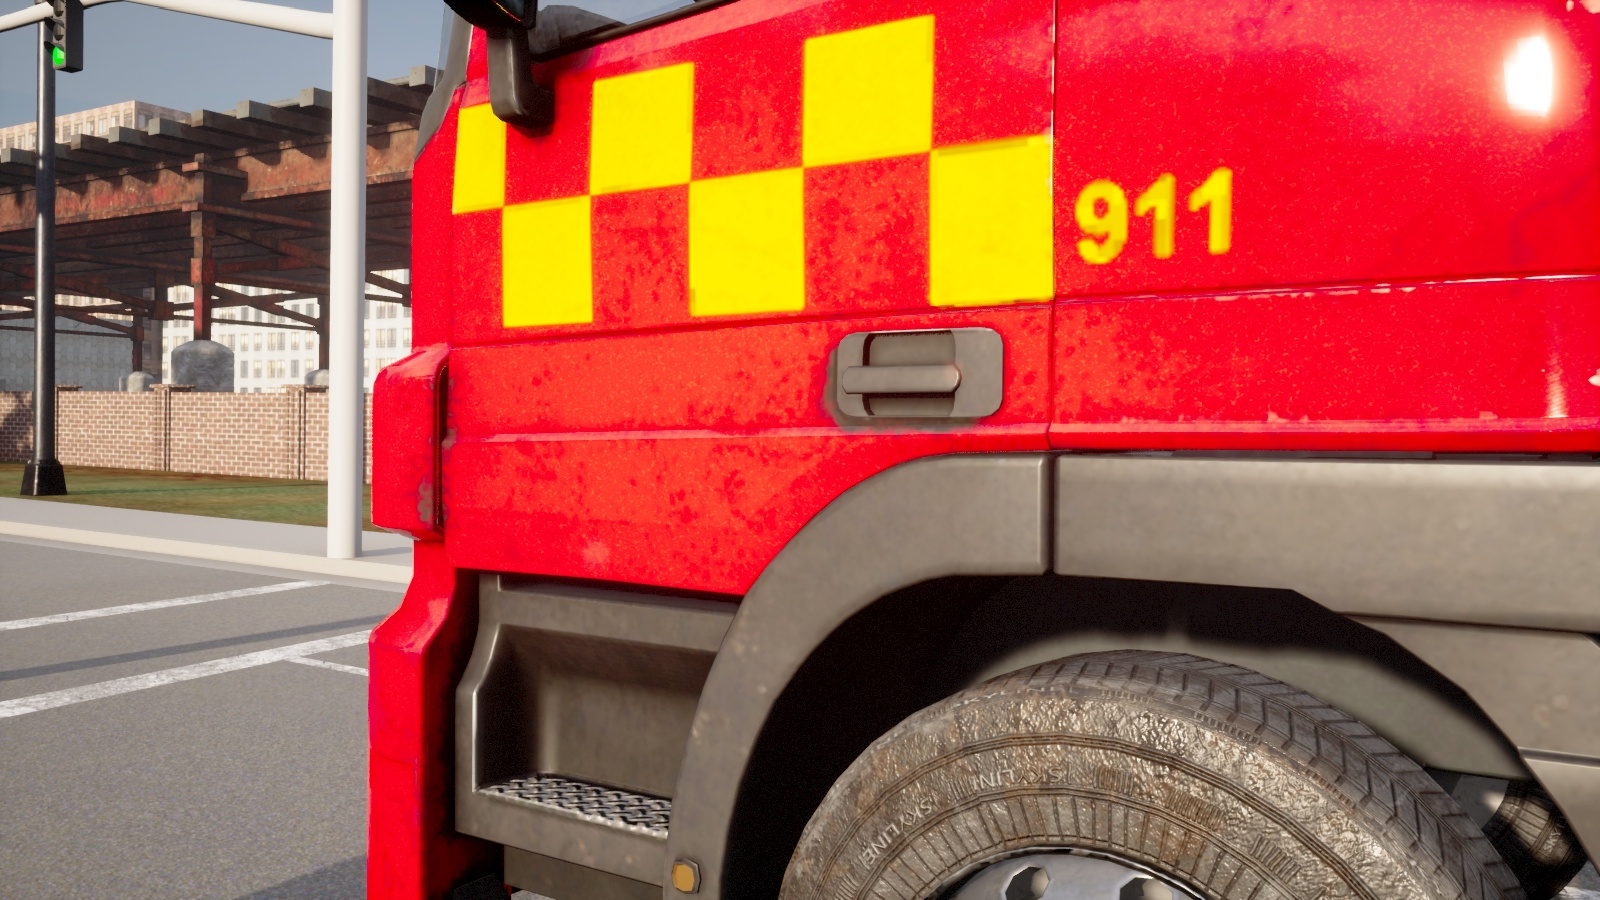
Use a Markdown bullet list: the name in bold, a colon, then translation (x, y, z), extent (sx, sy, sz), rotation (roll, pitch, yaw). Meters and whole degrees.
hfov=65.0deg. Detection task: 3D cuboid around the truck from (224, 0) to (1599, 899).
- **truck**: translation (3.107, -0.482, 1.535), extent (8.468, 3.827, 2.891), rotation (0, 1, 34)
